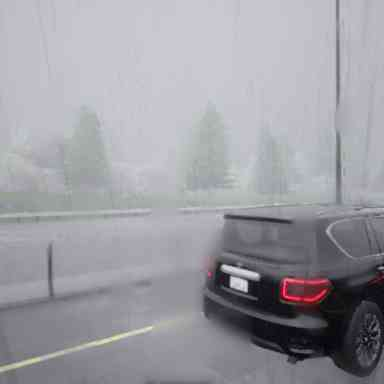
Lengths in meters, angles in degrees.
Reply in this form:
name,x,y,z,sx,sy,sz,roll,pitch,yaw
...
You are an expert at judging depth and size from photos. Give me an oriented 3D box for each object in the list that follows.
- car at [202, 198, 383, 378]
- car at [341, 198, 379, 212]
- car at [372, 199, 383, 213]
name,x,y,z,sx,sy,sz,roll,pitch,yaw
car,2.736,1.234,5.808,5.566,2.045,2.150,-1,0,-37
car,20.514,1.539,40.649,4.902,1.511,2.128,0,0,-36
car,22.550,1.554,37.804,4.674,1.442,1.812,0,0,-36
